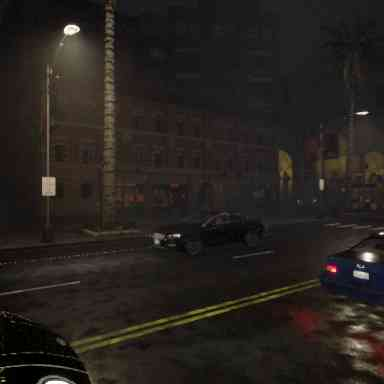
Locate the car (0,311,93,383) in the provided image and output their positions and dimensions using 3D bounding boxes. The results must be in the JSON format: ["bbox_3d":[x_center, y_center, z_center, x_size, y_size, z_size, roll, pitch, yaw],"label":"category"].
[{"bbox_3d":[-2.795,1.351,1.693,4.553,1.767,2.097,0,0,-36],"label":"car"}]

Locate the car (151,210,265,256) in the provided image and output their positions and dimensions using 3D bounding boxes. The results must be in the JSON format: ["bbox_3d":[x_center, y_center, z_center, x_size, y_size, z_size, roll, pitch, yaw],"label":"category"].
[{"bbox_3d":[0.751,1.491,13.163,4.902,1.511,2.128,0,0,-36],"label":"car"}]

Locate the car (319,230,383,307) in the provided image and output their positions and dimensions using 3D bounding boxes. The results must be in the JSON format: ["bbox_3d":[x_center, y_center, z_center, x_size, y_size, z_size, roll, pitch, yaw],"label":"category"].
[{"bbox_3d":[5.104,1.547,7.481,5.357,1.411,2.033,0,0,-36],"label":"car"}]
